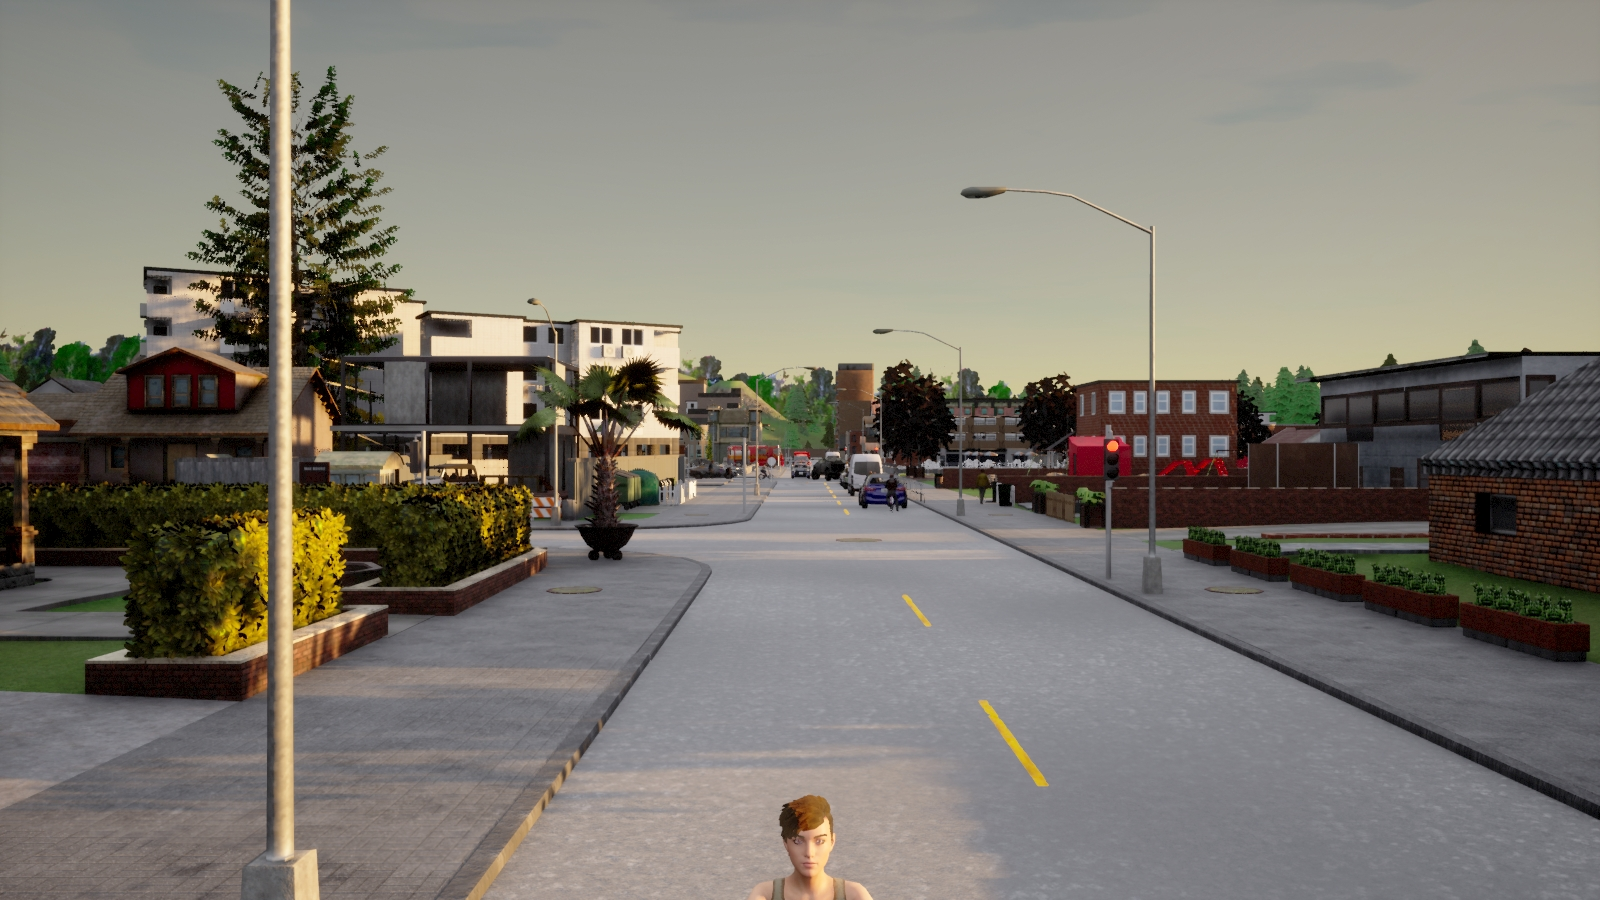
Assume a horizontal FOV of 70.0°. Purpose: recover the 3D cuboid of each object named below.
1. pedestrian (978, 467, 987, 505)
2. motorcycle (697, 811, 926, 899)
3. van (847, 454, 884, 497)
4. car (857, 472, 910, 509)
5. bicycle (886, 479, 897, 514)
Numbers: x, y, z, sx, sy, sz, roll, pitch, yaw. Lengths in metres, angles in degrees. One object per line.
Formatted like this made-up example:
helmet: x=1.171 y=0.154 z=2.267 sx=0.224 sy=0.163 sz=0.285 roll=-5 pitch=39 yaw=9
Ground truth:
pedestrian: x=8.850 y=1.744 z=55.437 sx=0.375 sy=1.860 sz=0.375 roll=0 pitch=0 yaw=18
motorcycle: x=0.039 y=2.155 z=3.558 sx=0.764 sy=1.307 sz=2.356 roll=0 pitch=0 yaw=0
van: x=4.045 y=1.534 z=71.355 sx=1.988 sy=2.561 sz=5.915 roll=0 pitch=0 yaw=0
car: x=4.046 y=1.967 z=56.171 sx=2.242 sy=1.667 sz=4.611 roll=0 pitch=0 yaw=0
bicycle: x=4.077 y=2.060 z=50.936 sx=0.329 sy=1.471 sz=1.835 roll=0 pitch=0 yaw=0
